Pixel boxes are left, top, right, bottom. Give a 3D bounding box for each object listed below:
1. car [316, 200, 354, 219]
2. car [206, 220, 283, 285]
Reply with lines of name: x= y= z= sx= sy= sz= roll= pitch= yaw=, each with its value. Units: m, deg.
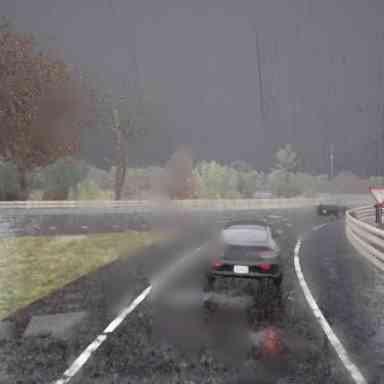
car: x=12.712 y=1.447 z=29.320 sx=1.882 sy=1.535 sz=5.008 roll=-1 pitch=0 yaw=44
car: x=1.571 y=1.508 z=9.444 sx=1.812 sy=1.442 sz=4.674 roll=0 pitch=0 yaw=13
